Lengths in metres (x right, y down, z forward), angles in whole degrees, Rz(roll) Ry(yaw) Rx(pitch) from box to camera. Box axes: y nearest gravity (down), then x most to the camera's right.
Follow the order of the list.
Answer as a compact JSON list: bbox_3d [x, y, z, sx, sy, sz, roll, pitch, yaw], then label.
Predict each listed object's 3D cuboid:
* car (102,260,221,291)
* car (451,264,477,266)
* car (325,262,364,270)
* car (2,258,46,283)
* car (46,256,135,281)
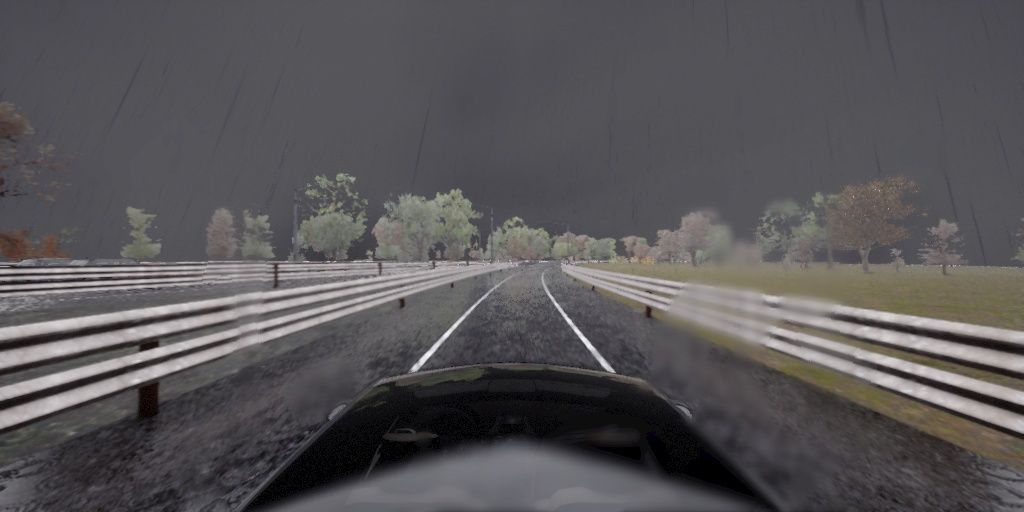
[{"bbox_3d":[-18.596,1.087,19.668,1.812,1.442,4.674,0,-1,13],"label":"car"},{"bbox_3d":[-8.130,1.634,61.053,1.895,1.301,4.718,0,-1,16],"label":"car"},{"bbox_3d":[-20.136,1.422,43.363,1.895,1.301,4.718,0,-1,15],"label":"car"},{"bbox_3d":[-25.517,0.913,20.835,2.097,1.767,4.553,0,-1,13],"label":"car"},{"bbox_3d":[-22.065,0.912,20.232,2.097,1.767,4.553,0,-1,13],"label":"car"}]
